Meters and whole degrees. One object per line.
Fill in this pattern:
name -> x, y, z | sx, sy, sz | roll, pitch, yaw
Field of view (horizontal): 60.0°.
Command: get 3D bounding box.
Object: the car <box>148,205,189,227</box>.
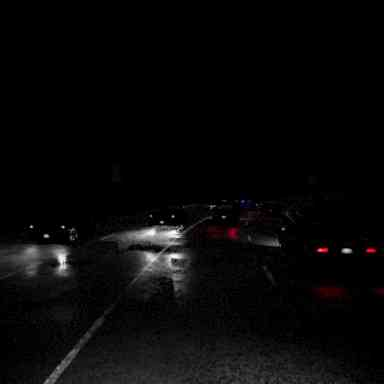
car -> -1.544, 1.594, 23.090 | 1.895, 1.301, 4.718 | 0, 0, 10

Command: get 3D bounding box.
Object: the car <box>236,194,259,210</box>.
car -> 6.879, 1.239, 42.504 | 2.150, 2.045, 5.566 | 0, 0, 17

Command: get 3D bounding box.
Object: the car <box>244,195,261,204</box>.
car -> 11.966, 1.432, 65.276 | 2.097, 1.767, 4.553 | 0, 0, 25

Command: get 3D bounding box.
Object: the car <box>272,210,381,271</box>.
car -> 4.171, 1.557, 10.979 | 2.033, 1.411, 5.357 | 0, 0, 5

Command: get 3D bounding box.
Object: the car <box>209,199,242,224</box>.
car -> 2.590, 1.531, 25.068 | 1.812, 1.442, 4.674 | 0, 0, 10

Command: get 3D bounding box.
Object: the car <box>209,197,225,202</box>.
car -> 4.611, 1.546, 57.321 | 2.033, 1.411, 5.357 | 0, 0, 23

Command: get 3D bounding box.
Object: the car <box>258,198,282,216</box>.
car -> 7.698, 1.500, 32.377 | 1.882, 1.535, 5.008 | 0, 0, 13

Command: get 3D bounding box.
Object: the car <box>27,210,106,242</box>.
car -> -6.000, 1.584, 16.439 | 1.895, 1.301, 4.718 | 0, 0, 7
